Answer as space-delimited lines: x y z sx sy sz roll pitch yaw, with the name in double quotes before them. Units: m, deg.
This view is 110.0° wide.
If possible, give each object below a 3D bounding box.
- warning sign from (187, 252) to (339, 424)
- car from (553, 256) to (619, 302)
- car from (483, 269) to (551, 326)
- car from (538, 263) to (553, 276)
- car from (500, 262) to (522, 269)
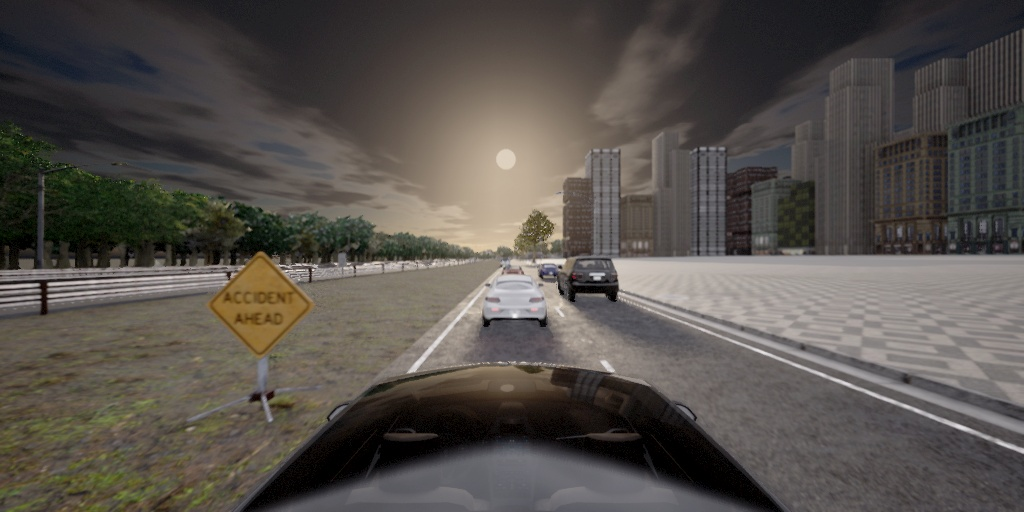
"warning sign" -3.052 0.876 4.383 1.300 1.860 1.060 0 0 0
"car" 3.582 1.033 17.717 2.150 2.045 5.566 0 0 0
"car" 0.081 1.314 11.672 1.812 1.442 4.674 0 0 0
"car" 3.562 1.406 35.047 1.812 1.442 4.674 0 0 0
"car" 0.066 1.471 32.486 1.895 1.301 4.718 0 0 0
